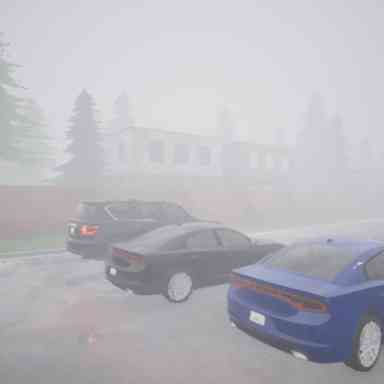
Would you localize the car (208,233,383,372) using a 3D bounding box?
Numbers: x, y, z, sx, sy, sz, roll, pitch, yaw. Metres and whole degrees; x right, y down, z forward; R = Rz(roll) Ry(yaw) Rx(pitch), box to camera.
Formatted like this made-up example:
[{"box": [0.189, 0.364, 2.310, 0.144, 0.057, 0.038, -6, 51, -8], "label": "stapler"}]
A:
[{"box": [2.874, 1.515, 5.796, 5.008, 1.535, 1.882, 1, 0, -35], "label": "car"}]

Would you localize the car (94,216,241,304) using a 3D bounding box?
[{"box": [0.388, 1.511, 8.322, 5.008, 1.535, 1.882, 1, 0, -35], "label": "car"}]

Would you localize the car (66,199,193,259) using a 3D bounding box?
[{"box": [-1.344, 1.255, 11.385, 5.566, 2.045, 2.150, 1, 0, -35], "label": "car"}]
